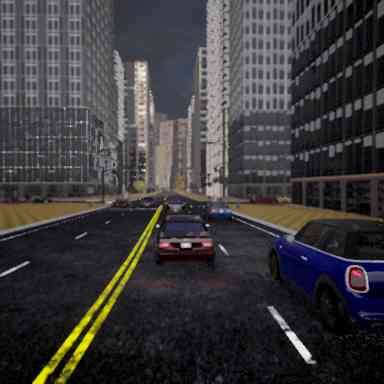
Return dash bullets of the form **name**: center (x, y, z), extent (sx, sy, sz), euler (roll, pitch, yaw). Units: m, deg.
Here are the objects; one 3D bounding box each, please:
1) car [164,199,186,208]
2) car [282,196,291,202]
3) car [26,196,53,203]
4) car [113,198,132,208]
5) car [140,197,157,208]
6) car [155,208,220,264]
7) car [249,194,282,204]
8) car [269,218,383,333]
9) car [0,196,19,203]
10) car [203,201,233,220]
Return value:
- **car**: center (-1.566, 1.380, 31.229), extent (2.128, 1.511, 4.902), euler (0, 0, -4)
- **car**: center (17.739, 1.351, 67.849), extent (4.829, 1.417, 1.752), euler (0, 1, -3)
- **car**: center (-26.178, 1.275, 57.129), extent (4.313, 1.339, 1.947), euler (0, 1, -3)
- **car**: center (-9.078, 1.417, 43.811), extent (1.994, 1.385, 4.181), euler (0, 0, -3)
- **car**: center (-5.889, 1.366, 44.929), extent (1.812, 1.442, 4.674), euler (0, 0, -3)
- **car**: center (-0.305, 1.508, 11.665), extent (2.033, 1.411, 5.357), euler (0, 0, -3)
- **car**: center (12.697, 1.271, 59.205), extent (5.009, 1.841, 2.192), euler (0, 1, -3)
- **car**: center (3.121, 1.322, 6.918), extent (2.097, 1.767, 4.553), euler (0, 0, -2)
- **car**: center (-31.858, 1.253, 56.882), extent (4.206, 1.307, 1.802), euler (0, 1, -3)
- **car**: center (1.988, 1.446, 26.811), extent (2.033, 1.411, 5.357), euler (0, 0, -4)
